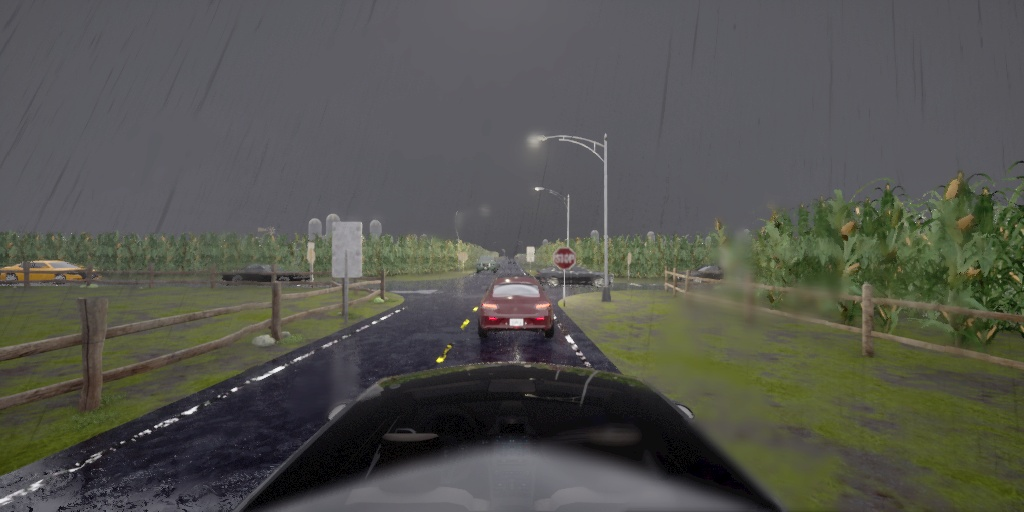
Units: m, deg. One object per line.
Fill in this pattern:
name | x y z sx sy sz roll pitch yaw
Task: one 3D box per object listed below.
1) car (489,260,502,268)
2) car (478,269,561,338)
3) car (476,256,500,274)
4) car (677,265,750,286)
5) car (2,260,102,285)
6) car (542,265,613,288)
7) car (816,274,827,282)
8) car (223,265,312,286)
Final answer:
car | -2.819 1.325 61.502 1.895 1.301 4.718 0 0 0
car | 0.099 1.276 10.112 1.812 1.442 4.674 0 0 0
car | -2.839 0.961 41.138 2.150 2.045 5.566 0 0 0
car | 14.457 1.371 25.854 4.892 1.490 1.837 0 -1 1
car | -29.851 1.052 23.354 5.008 1.535 1.882 0 -1 1
car | 3.947 1.275 23.005 4.892 1.490 1.837 0 -1 0
car | 24.476 1.157 25.755 5.566 2.045 2.150 0 -1 1
car | -15.694 1.250 23.208 4.718 1.301 1.895 0 -1 1
